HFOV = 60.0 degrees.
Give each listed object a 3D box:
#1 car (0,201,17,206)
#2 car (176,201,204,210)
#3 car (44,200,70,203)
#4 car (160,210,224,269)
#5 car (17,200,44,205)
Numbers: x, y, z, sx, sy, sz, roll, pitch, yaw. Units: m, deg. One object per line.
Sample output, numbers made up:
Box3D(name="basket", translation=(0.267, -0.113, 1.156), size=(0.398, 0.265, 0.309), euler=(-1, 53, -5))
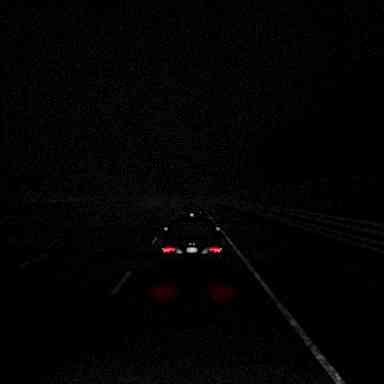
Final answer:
Box3D(name="car", translation=(-24.510, 1.823, 44.527), size=(1.895, 1.301, 4.718), euler=(0, -1, 0))
Box3D(name="car", translation=(-0.006, 1.657, 26.113), size=(1.994, 1.385, 4.181), euler=(0, -1, 0))
Box3D(name="car", translation=(-17.510, 1.825, 44.559), size=(1.882, 1.535, 5.008), euler=(0, -1, 0))
Box3D(name="car", translation=(-0.002, 1.565, 11.155), size=(2.033, 1.411, 5.357), euler=(0, 0, 0))
Box3D(name="car", translation=(-21.010, 1.839, 44.558), size=(1.812, 1.442, 4.674), euler=(0, -1, 0))
